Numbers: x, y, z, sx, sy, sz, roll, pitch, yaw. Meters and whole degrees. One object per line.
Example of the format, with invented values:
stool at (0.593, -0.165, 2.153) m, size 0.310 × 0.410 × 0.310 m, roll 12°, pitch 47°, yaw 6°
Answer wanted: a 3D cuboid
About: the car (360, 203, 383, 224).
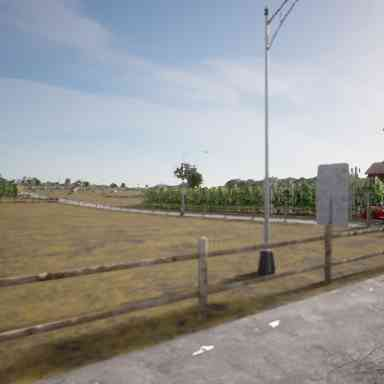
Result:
car at (15.831, 1.500, 25.314) m, size 2.150 × 2.045 × 5.566 m, roll 3°, pitch -3°, yaw -32°
